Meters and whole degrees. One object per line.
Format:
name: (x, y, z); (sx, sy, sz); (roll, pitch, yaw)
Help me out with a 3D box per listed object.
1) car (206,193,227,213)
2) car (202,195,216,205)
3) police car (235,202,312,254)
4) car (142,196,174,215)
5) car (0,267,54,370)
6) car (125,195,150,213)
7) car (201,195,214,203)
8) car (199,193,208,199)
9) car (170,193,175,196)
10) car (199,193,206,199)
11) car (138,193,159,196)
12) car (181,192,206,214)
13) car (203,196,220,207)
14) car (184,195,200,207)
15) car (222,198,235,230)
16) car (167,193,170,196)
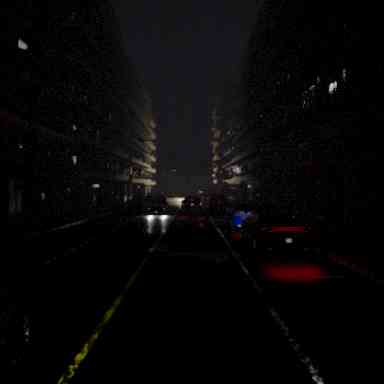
car: (2.631, 1.097, 34.440); (2.192, 1.841, 5.009); (-1, 0, 0)
car: (2.631, 1.213, 51.435); (1.887, 1.381, 4.507); (-1, 0, 0)
police car: (3.130, 1.341, 13.322); (1.930, 1.638, 5.238); (0, 0, 0)
car: (-3.107, 1.348, 31.557); (2.033, 1.411, 5.357); (0, 0, 0)
car: (-3.091, 1.529, 2.910); (2.033, 1.411, 5.357); (0, 0, 0)
car: (-5.712, 1.328, 34.381); (1.887, 1.381, 4.507); (-1, 0, 0)
car: (2.636, 1.195, 57.099); (1.947, 1.339, 4.313); (-1, 0, 0)
car: (2.657, 1.018, 79.757); (2.008, 1.369, 4.403); (-1, 0, 0)
car: (-5.725, 0.935, 91.028); (2.008, 1.369, 4.403); (-1, 0, 0)
car: (2.656, 1.008, 85.422); (1.802, 1.307, 4.206); (-1, 0, 0)
car: (-5.717, 1.060, 40.042); (2.192, 1.841, 5.009); (-1, 0, 0)
car: (0.033, 1.150, 31.953); (2.097, 1.767, 4.553); (0, 0, 0)
car: (2.633, 1.273, 45.771); (1.947, 1.339, 4.313); (-1, 0, 0)
car: (0.045, 1.198, 45.965); (2.128, 1.511, 4.902); (0, 0, 1)
car: (3.135, 1.351, 20.214); (1.882, 1.535, 5.008); (0, 0, 0)
car: (-5.718, 1.155, 62.704); (1.947, 1.339, 4.313); (-1, 0, 0)
